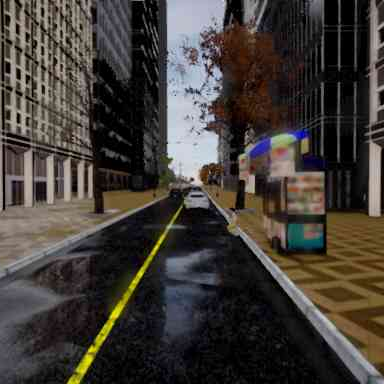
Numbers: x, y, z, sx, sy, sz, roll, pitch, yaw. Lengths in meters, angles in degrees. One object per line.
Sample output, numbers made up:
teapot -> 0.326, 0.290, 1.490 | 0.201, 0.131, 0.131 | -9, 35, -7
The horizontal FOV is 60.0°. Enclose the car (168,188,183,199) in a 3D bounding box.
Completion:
car -> -2.216, 0.167, 46.223 | 1.837, 1.490, 4.892 | 0, 1, 1

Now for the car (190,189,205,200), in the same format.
car -> 0.678, 0.317, 44.276 | 1.895, 1.301, 4.718 | 0, 2, 1

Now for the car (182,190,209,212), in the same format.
car -> 0.424, 0.751, 26.635 | 1.812, 1.442, 4.674 | 0, 2, 1

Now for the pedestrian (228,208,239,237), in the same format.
pedestrian -> 1.719, 1.176, 13.607 | 0.375, 1.300, 0.375 | 1, 1, 1

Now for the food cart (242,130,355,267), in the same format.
food cart -> 3.136, 0.142, 11.007 | 2.280, 3.560, 4.660 | -1, 1, 1
